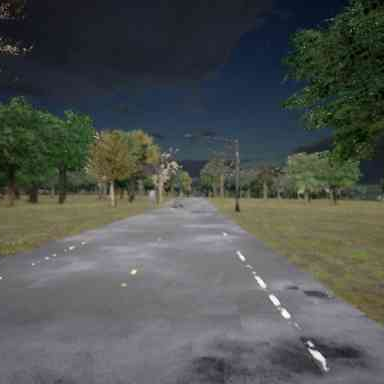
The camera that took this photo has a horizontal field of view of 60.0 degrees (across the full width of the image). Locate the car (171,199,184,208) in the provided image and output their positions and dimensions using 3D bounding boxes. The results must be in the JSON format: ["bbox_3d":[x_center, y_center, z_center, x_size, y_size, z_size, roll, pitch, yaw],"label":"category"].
[{"bbox_3d":[-2.624,1.965,59.504,2.097,1.767,4.553,0,-1,2],"label":"car"}]
